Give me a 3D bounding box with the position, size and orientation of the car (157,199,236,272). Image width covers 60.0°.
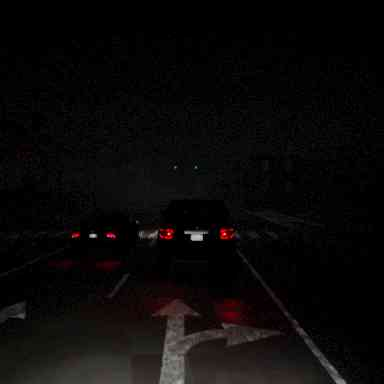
[{"bbox_3d":[0.102,1.232,10.994,2.150,2.045,5.566,0,0,0],"label":"car"}]

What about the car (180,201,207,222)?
[{"bbox_3d":[0.101,1.574,28.240,2.033,1.411,5.357,0,0,0],"label":"car"}]

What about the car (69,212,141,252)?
[{"bbox_3d":[-3.403,1.561,13.940,2.033,1.411,5.357,0,0,0],"label":"car"}]
